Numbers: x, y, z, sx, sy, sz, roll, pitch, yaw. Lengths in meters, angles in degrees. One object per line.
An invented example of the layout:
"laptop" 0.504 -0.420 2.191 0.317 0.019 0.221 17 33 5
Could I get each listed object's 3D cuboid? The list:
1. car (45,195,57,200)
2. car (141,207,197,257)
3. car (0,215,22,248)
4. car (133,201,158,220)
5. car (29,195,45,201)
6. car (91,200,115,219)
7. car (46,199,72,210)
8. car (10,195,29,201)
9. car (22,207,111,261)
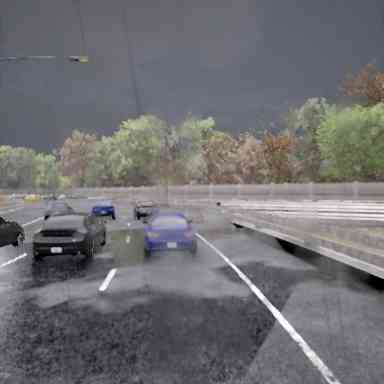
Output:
"car" -34.659 1.433 80.816 4.892 1.490 1.837 0 0 42
"car" -0.908 1.516 12.819 1.812 1.442 4.674 0 0 -7
"car" -7.892 1.525 12.288 1.837 1.490 4.892 0 0 -7
"car" -3.902 1.478 28.195 2.128 1.511 4.902 0 0 -14
"car" -37.492 1.410 78.600 5.008 1.535 1.882 0 0 42
"car" -7.802 1.480 29.175 1.882 1.535 5.008 0 0 -16
"car" -11.024 1.581 27.745 1.994 1.385 4.181 0 0 -15
"car" -39.906 1.425 76.066 5.008 1.535 1.882 0 0 42
"car" -4.382 1.510 12.454 1.837 1.490 4.892 0 0 -7
